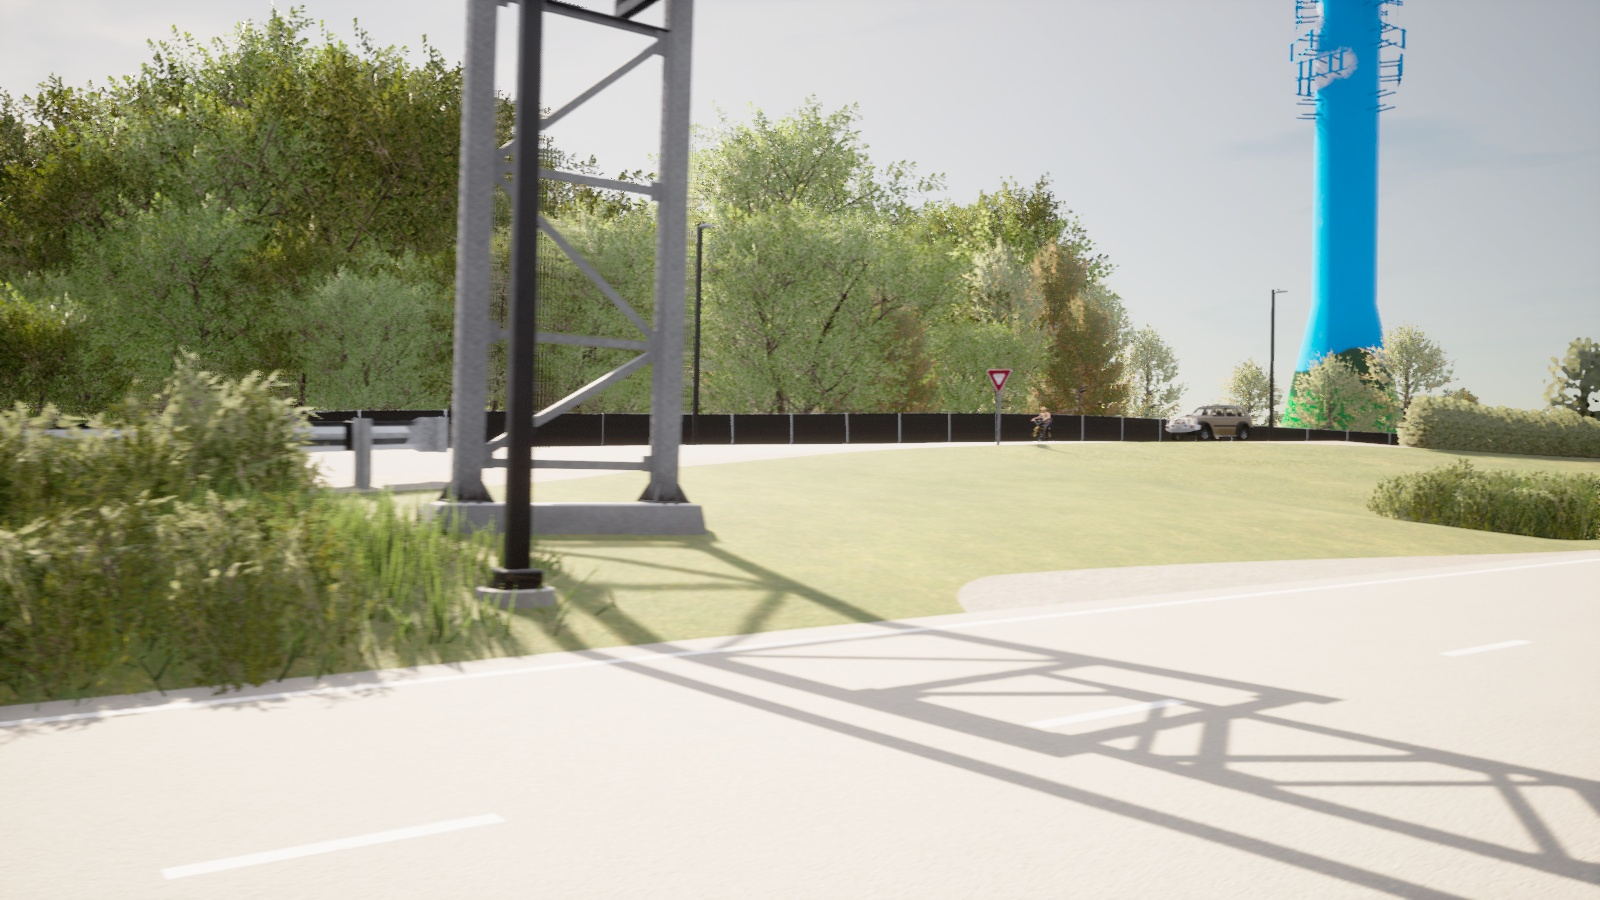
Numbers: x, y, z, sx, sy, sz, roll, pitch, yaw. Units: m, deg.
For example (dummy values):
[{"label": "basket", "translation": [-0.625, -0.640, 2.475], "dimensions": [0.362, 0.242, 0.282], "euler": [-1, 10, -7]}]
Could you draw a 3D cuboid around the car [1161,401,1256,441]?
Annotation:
[{"label": "car", "translation": [20.239, -1.420, 62.117], "dimensions": [4.605, 1.855, 1.932], "euler": [-1, 0, -32]}]
